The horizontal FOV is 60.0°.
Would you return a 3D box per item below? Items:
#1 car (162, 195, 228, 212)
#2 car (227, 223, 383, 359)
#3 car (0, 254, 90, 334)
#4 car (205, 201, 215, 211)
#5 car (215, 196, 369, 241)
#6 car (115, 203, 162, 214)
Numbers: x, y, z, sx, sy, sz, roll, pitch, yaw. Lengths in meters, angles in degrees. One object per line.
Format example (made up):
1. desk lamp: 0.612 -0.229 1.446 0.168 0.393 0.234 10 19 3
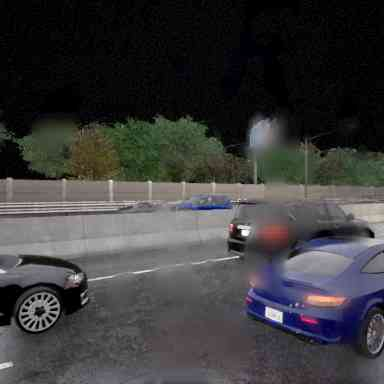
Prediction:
1. car: 0.747 1.232 26.191 5.566 2.045 2.150 0 0 -36
2. car: 2.987 1.528 5.951 4.674 1.442 1.812 0 0 -36
3. car: -4.117 1.491 5.097 4.902 1.511 2.128 0 0 -36
4. car: 3.866 1.558 24.128 5.357 1.411 2.033 0 0 -36
5. car: 3.651 1.226 10.745 5.566 2.045 2.150 0 0 -36
6. car: -4.128 1.570 26.974 4.181 1.385 1.994 0 0 -36
